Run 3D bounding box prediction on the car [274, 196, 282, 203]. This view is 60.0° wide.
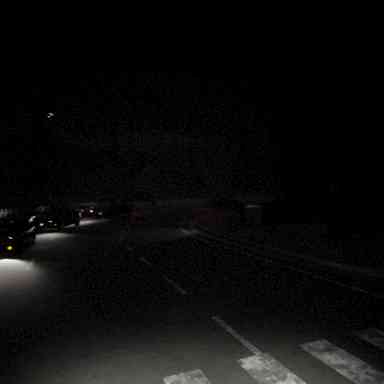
[{"bbox_3d":[13.751,1.082,45.887,5.008,1.535,1.882,-2,0,-21],"label":"car"}]

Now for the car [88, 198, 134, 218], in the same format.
[{"bbox_3d":[-7.563,1.700,32.732,2.128,1.511,4.902,-2,0,19],"label":"car"}]

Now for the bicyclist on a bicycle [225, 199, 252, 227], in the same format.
[{"bbox_3d":[2.668,1.208,19.320,1.656,1.620,0.582,-2,0,-11],"label":"bicyclist on a bicycle"}]

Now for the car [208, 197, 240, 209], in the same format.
[{"bbox_3d":[4.339,1.351,44.117,5.008,1.535,1.882,-2,0,-41],"label":"car"}]

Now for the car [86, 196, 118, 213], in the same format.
[{"bbox_3d":[-9.992,1.502,36.240,2.150,2.045,5.566,-2,0,23],"label":"car"}]

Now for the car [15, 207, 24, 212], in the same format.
[{"bbox_3d":[-12.478,1.837,26.054,2.128,1.511,4.902,-2,0,6],"label":"car"}]

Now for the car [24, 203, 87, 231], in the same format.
[{"bbox_3d":[-9.169,1.754,22.786,1.837,1.490,4.892,-2,0,1],"label":"car"}]

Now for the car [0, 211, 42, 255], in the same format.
[{"bbox_3d":[-7.863,1.770,13.919,1.994,1.385,4.181,-2,0,-15],"label":"car"}]
